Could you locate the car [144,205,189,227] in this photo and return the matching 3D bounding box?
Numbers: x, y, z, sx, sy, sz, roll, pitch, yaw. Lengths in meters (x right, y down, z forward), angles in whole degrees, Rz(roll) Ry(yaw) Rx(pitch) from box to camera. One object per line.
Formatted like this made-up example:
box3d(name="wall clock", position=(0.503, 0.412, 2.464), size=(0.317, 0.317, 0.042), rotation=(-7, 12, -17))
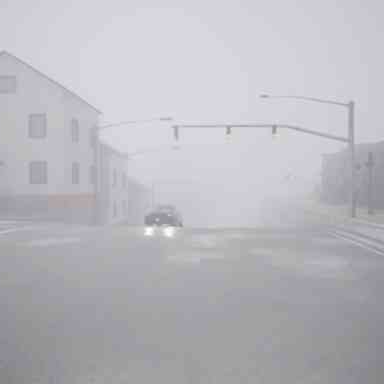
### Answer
box3d(name="car", position=(-1.734, 1.587, 22.235), size=(2.033, 1.411, 5.357), rotation=(0, -7, 6))
